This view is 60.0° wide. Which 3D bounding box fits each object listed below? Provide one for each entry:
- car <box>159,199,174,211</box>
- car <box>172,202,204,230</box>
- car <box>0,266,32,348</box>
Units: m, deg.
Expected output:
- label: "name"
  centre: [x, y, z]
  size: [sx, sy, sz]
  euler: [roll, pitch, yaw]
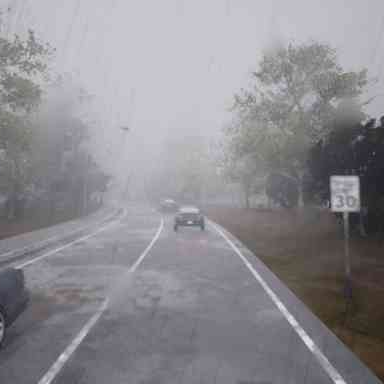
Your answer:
- label: "car"
  centre: [-3.144, 1.623, 42.816]
  size: [1.812, 1.442, 4.674]
  euler: [1, 0, -12]
- label: "car"
  centre: [-0.231, 1.577, 21.479]
  size: [1.812, 1.442, 4.674]
  euler: [0, 0, -3]
- label: "car"
  centre: [-3.588, 1.551, 3.199]
  size: [2.033, 1.411, 5.357]
  euler: [0, 0, 0]
